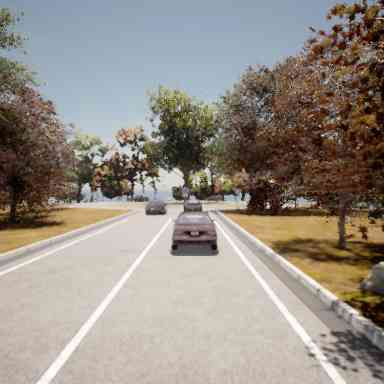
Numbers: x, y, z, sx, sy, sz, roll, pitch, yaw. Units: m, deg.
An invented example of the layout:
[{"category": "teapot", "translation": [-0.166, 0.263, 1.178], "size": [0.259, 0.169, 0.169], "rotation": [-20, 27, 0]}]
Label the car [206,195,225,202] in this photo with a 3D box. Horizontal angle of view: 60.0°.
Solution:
[{"category": "car", "translation": [4.805, 1.504, 73.617], "size": [4.902, 1.511, 2.128], "rotation": [0, 0, 22]}]

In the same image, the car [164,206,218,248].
[{"category": "car", "translation": [0.098, 1.546, 14.625], "size": [2.033, 1.411, 5.357], "rotation": [0, 0, 0]}]

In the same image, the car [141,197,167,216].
[{"category": "car", "translation": [-3.537, 1.503, 33.242], "size": [1.837, 1.490, 4.892], "rotation": [0, -1, 1]}]

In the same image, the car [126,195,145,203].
[{"category": "car", "translation": [-11.721, 1.491, 71.161], "size": [4.892, 1.490, 1.837], "rotation": [0, 0, -39]}]

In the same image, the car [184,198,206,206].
[{"category": "car", "translation": [0.156, 1.488, 34.546], "size": [2.128, 1.511, 4.902], "rotation": [0, 0, 2]}]
